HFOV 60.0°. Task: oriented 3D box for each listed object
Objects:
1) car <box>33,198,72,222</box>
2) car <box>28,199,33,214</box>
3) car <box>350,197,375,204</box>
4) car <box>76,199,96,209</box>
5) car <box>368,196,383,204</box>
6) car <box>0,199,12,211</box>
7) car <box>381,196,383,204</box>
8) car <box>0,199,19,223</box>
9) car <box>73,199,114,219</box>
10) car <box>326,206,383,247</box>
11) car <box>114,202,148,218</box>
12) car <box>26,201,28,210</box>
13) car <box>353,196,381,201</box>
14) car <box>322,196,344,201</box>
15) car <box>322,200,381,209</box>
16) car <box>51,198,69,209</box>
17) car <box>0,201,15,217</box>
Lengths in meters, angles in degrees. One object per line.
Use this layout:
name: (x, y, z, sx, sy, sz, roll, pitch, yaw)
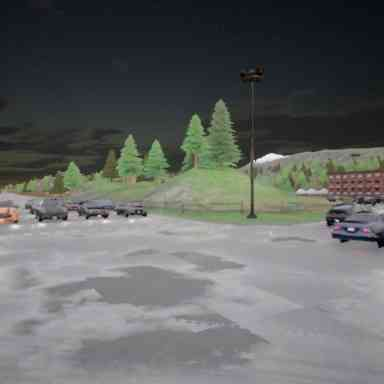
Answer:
car: (-11.569, 1.409, 27.374, 2.097, 1.767, 4.553, 0, 0, -29)
car: (-16.329, 1.601, 35.912, 1.812, 1.442, 4.674, 0, 0, -29)
car: (32.252, 1.575, 62.977, 1.994, 1.385, 4.181, 0, 0, -11)
car: (-15.812, 1.698, 49.452, 1.895, 1.301, 4.718, 0, 0, -29)
car: (35.787, 1.510, 62.912, 1.837, 1.490, 4.892, 0, 0, -7)
car: (-24.231, 1.620, 42.935, 1.812, 1.442, 4.674, 0, 0, -29)
car: (32.316, 1.565, 52.631, 1.837, 1.490, 4.892, 0, 0, 7)
car: (-14.287, 1.408, 25.060, 2.097, 1.767, 4.553, 0, 0, -29)
car: (-8.943, 1.606, 29.854, 2.033, 1.411, 5.357, 0, 0, -29)
car: (8.342, 1.566, 15.238, 5.357, 1.411, 2.033, 0, 0, -42)
car: (-5.663, 1.622, 31.167, 1.994, 1.385, 4.181, 0, 0, -29)
car: (-21.634, 1.660, 45.500, 1.994, 1.385, 4.181, 0, 0, -28)
car: (29.068, 1.573, 56.031, 1.837, 1.490, 4.892, 0, 0, 0)
car: (28.091, 1.563, 66.314, 1.882, 1.535, 5.008, 0, 0, -14)
car: (10.665, 1.533, 22.288, 4.892, 1.490, 1.837, 0, 0, -44)
car: (-19.321, 1.663, 48.546, 1.994, 1.385, 4.181, 0, 0, -28)
car: (-18.970, 1.638, 33.478, 1.994, 1.385, 4.181, 0, 0, -29)
